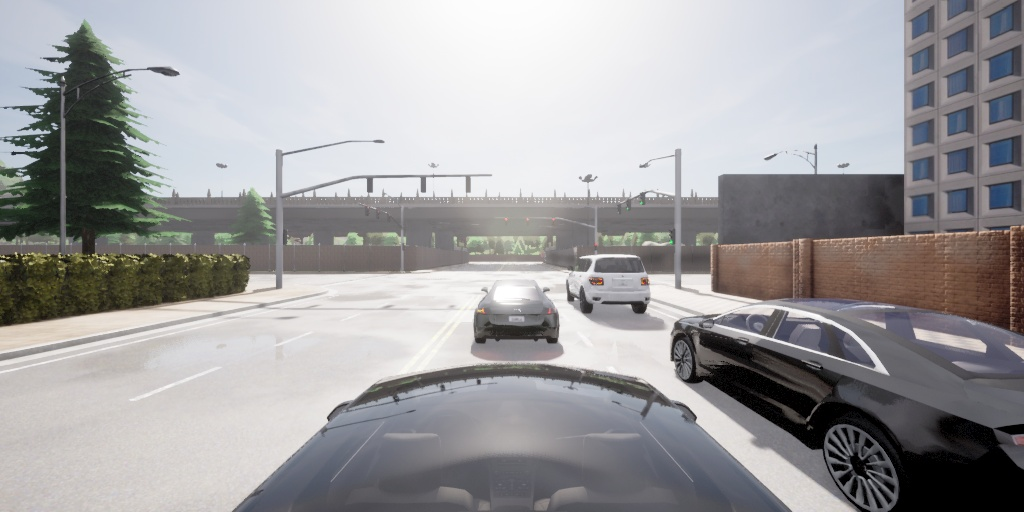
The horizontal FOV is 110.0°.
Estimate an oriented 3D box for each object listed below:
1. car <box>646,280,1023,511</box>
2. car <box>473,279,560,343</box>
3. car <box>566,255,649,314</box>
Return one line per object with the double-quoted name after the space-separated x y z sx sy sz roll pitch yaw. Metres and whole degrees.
3.597 1.242 4.192 2.128 1.511 4.902 0 0 0 "car"
0.099 1.314 9.655 1.994 1.385 4.181 0 0 0 "car"
3.499 0.971 13.998 2.150 2.045 5.566 0 0 0 "car"
